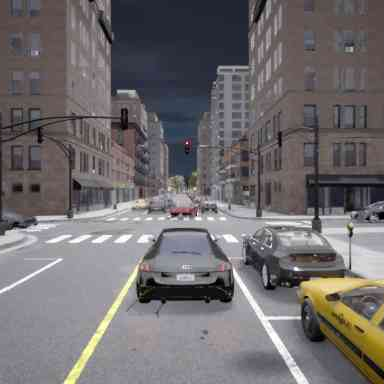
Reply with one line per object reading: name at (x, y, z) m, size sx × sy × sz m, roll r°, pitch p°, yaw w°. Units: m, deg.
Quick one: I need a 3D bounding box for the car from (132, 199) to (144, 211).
car at (-6.376, 1.525, 41.061) m, size 1.752 × 1.417 × 4.829 m, roll 0°, pitch 0°, yaw -1°

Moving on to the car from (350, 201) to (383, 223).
car at (13.932, 1.402, 23.823) m, size 4.902 × 1.511 × 2.128 m, roll 0°, pitch 0°, yaw -3°

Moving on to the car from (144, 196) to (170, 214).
car at (-3.701, 1.505, 36.004) m, size 1.837 × 1.490 × 4.892 m, roll 0°, pitch 0°, yaw -1°

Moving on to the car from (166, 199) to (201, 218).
car at (-0.669, 1.600, 29.895) m, size 1.895 × 1.301 × 4.718 m, roll 0°, pitch 0°, yaw 8°

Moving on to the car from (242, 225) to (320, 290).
car at (2.451, 1.551, 8.884) m, size 2.008 × 1.369 × 4.403 m, roll 0°, pitch 0°, yaw -1°

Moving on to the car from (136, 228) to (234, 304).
car at (-0.171, 1.564, 8.214) m, size 1.994 × 1.385 × 4.181 m, roll 0°, pitch 0°, yaw -1°

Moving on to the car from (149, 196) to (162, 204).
car at (-6.943, 1.546, 63.949) m, size 2.008 × 1.369 × 4.403 m, roll 0°, pitch 0°, yaw -1°

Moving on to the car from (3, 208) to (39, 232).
car at (-12.151, 1.604, 19.891) m, size 5.357 × 1.411 × 2.033 m, roll 0°, pitch 0°, yaw 3°

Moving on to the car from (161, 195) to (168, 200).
car at (-7.646, 1.569, 92.347) m, size 1.802 × 1.307 × 4.206 m, roll 0°, pitch 0°, yaw -1°

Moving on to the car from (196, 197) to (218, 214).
car at (1.783, 1.551, 35.751) m, size 2.008 × 1.369 × 4.403 m, roll 0°, pitch 0°, yaw -1°

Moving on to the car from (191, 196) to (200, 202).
car at (0.798, 1.558, 75.512) m, size 1.947 × 1.339 × 4.313 m, roll 0°, pitch 0°, yaw -1°

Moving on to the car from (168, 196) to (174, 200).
car at (-3.947, 1.563, 45.907) m, size 1.994 × 1.385 × 4.181 m, roll 0°, pitch 0°, yaw -2°

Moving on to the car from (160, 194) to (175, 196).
car at (-4.202, 1.544, 56.272) m, size 2.033 × 1.411 × 5.357 m, roll 0°, pitch 0°, yaw -2°

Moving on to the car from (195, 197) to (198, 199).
car at (1.642, 1.582, 41.431) m, size 1.802 × 1.307 × 4.206 m, roll 0°, pitch 0°, yaw -1°

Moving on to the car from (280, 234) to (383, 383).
car at (2.585, 1.525, 3.649) m, size 1.752 × 1.417 × 4.829 m, roll 0°, pitch 0°, yaw -1°

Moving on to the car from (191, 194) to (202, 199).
car at (1.220, 1.437, 58.471) m, size 1.967 × 1.590 × 4.097 m, roll 0°, pitch 0°, yaw -1°

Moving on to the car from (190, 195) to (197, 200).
car at (0.372, 1.513, 92.721) m, size 1.752 × 1.417 × 4.829 m, roll 0°, pitch 0°, yaw -1°

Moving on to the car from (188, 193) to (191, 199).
car at (0.939, 1.308, 69.832) m, size 2.192 × 1.841 × 5.009 m, roll 0°, pitch 0°, yaw -1°
